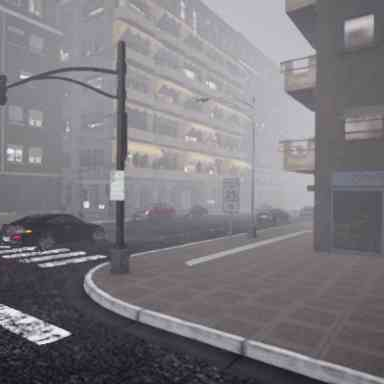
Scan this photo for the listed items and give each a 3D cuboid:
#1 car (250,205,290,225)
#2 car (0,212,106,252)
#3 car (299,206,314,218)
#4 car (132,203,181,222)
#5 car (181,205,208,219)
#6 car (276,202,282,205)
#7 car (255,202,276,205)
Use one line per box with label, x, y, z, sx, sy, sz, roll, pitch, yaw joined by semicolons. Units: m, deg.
car;6.872;2.004;28.019;1.947;1.339;4.313;0;-1;35
car;-5.720;1.592;14.177;1.812;1.442;4.674;1;-1;26
car;13.336;2.203;37.347;1.947;1.339;4.313;0;-1;35
car;-3.191;1.659;28.095;1.967;1.590;4.097;0;-1;35
car;0.040;1.901;32.756;1.802;1.307;4.206;0;-1;35
car;12.872;2.239;51.273;1.752;1.417;4.829;0;-1;35
car;9.736;2.162;46.748;1.887;1.381;4.507;0;-1;35
